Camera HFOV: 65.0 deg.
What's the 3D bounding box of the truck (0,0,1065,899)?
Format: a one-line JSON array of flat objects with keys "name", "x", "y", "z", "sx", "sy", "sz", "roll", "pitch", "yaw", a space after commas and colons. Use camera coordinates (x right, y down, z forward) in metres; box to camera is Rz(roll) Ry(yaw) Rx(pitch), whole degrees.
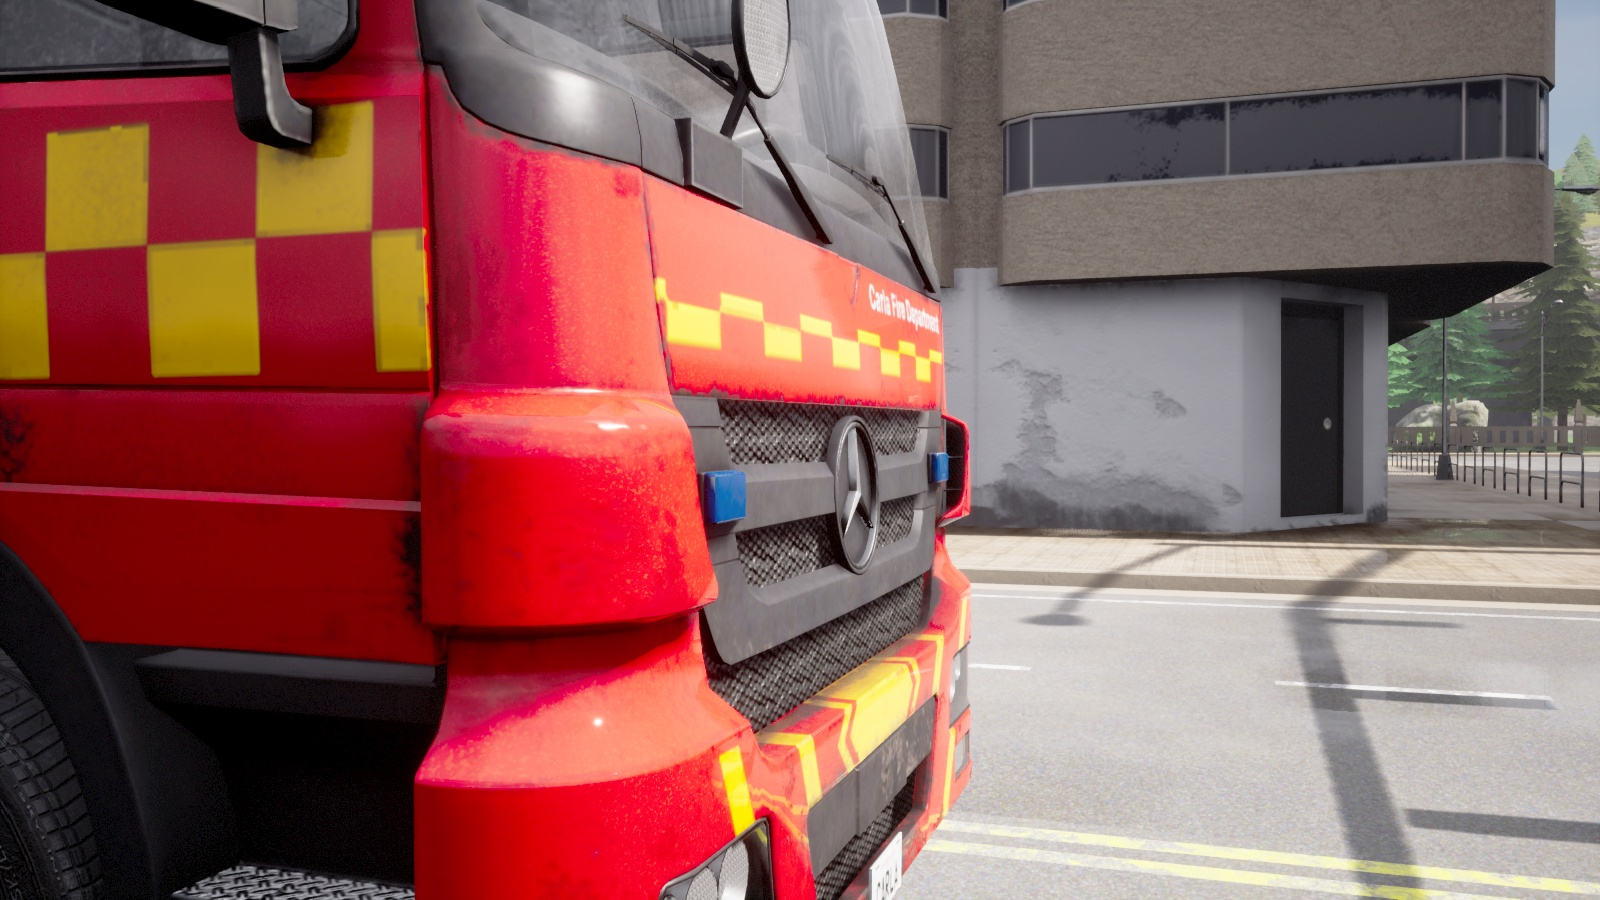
[{"name": "truck", "x": -3.556, "y": -0.422, "z": 4.371, "sx": 8.468, "sy": 3.827, "sz": 2.891, "roll": 1, "pitch": 1, "yaw": 19}]
